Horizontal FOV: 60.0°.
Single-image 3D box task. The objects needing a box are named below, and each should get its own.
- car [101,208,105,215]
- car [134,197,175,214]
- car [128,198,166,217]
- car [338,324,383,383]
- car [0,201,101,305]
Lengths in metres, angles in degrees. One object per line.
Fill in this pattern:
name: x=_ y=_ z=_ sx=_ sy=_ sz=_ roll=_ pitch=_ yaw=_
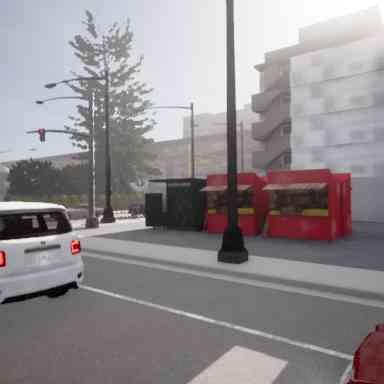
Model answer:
car: x=-10.087 y=1.718 z=29.381 sx=1.895 sy=1.301 sz=4.718 roll=-1 pitch=-1 yaw=36
car: x=-4.125 y=1.468 z=37.595 sx=2.097 sy=1.767 sz=4.553 roll=-1 pitch=-1 yaw=36
car: x=-3.861 y=1.560 z=31.690 sx=2.128 sy=1.511 sz=4.902 roll=-1 pitch=-1 yaw=36
car: x=3.267 y=1.602 z=1.653 sx=4.718 sy=1.301 sz=1.895 roll=0 pitch=0 yaw=35
car: x=-4.748 y=1.230 z=7.335 sx=5.566 sy=2.045 sz=2.150 roll=0 pitch=0 yaw=36
